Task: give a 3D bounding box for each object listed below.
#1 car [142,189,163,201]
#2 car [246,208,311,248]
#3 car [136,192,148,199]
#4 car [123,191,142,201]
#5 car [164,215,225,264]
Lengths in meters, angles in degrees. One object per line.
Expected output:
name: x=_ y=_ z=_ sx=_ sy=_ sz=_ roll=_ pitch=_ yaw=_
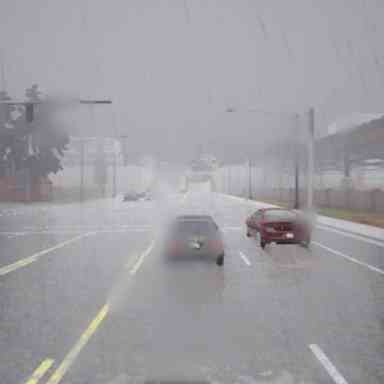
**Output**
car: x=-7.064 y=0.549 z=59.410 sx=2.150 sy=2.045 sz=5.566 roll=0 pitch=1 yaw=0
car: x=3.576 y=1.416 z=14.569 sx=1.882 sy=1.535 sz=5.008 roll=0 pitch=0 yaw=0
car: x=-10.548 y=0.692 z=70.571 sx=1.994 sy=1.385 sz=4.181 roll=0 pitch=1 yaw=0
car: x=-10.569 y=0.702 z=58.132 sx=2.097 sy=1.767 sz=4.553 roll=0 pitch=1 yaw=0
car: x=0.073 y=1.502 z=11.538 sx=2.033 sy=1.411 sz=5.357 roll=0 pitch=0 yaw=0
